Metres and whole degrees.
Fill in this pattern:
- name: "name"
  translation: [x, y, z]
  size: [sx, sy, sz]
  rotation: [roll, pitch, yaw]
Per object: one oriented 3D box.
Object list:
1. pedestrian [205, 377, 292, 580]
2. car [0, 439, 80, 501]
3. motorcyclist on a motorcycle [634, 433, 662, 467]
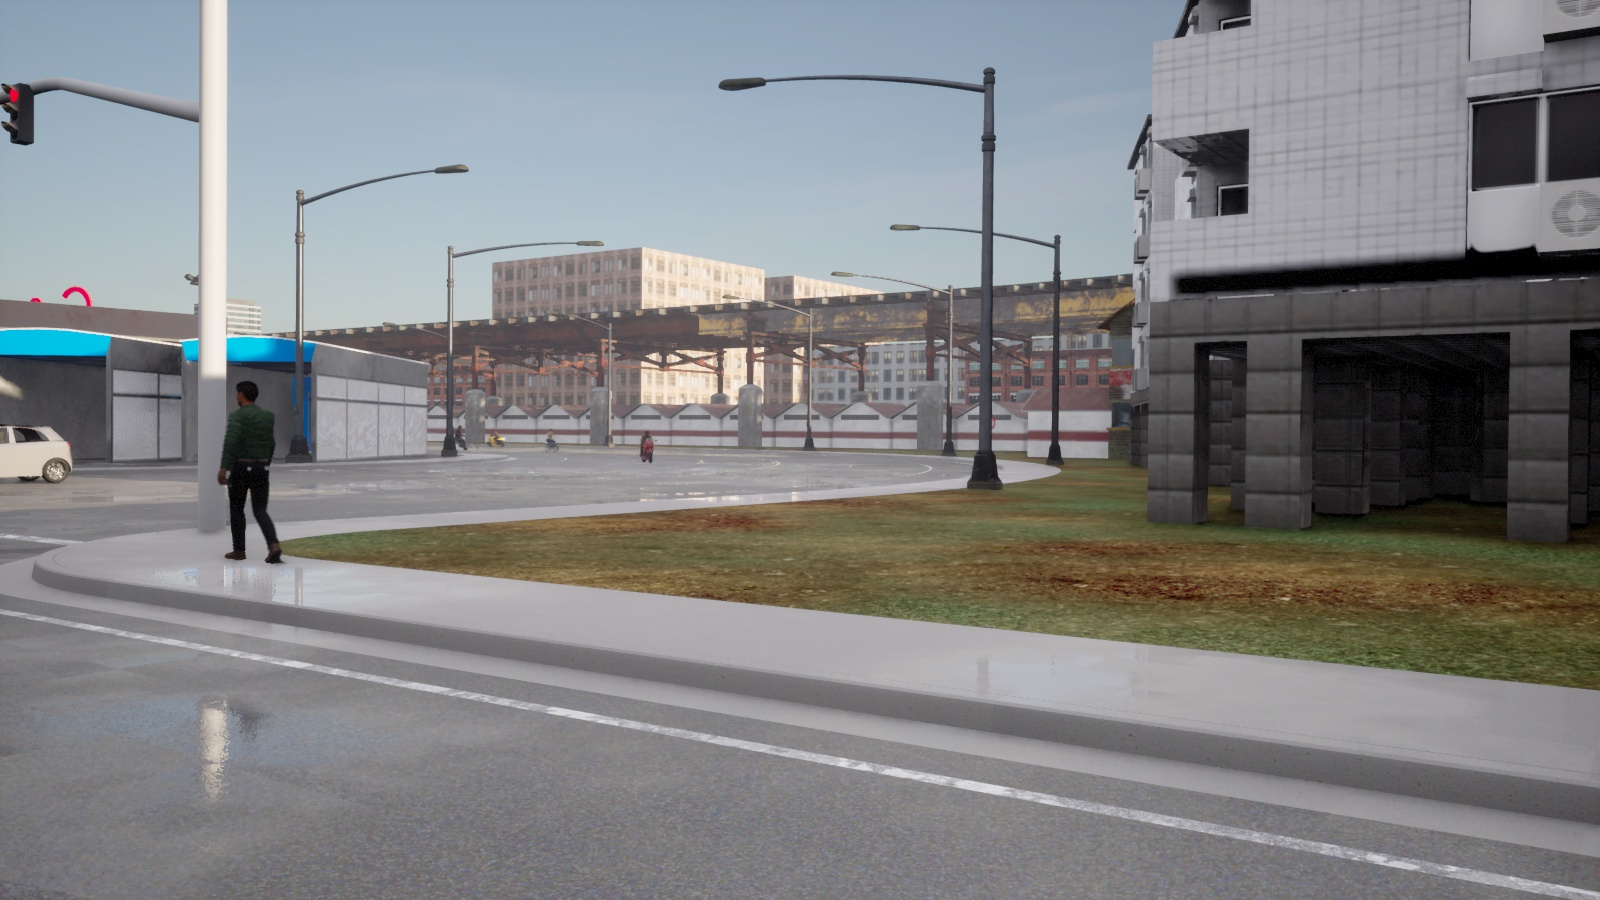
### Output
- name: "pedestrian"
  translation: [-5.466, 0.273, 12.442]
  size: [0.788, 1.949, 0.423]
  rotation: [0, 1, 36]
- name: "car"
  translation: [-20.440, 0.500, 31.538]
  size: [1.845, 1.501, 3.633]
  rotation: [0, 1, 35]
- name: "motorcyclist on a motorcycle"
  translation: [-6.976, -0.010, 57.596]
  size: [0.797, 1.523, 2.044]
  rotation: [-3, 1, -18]
